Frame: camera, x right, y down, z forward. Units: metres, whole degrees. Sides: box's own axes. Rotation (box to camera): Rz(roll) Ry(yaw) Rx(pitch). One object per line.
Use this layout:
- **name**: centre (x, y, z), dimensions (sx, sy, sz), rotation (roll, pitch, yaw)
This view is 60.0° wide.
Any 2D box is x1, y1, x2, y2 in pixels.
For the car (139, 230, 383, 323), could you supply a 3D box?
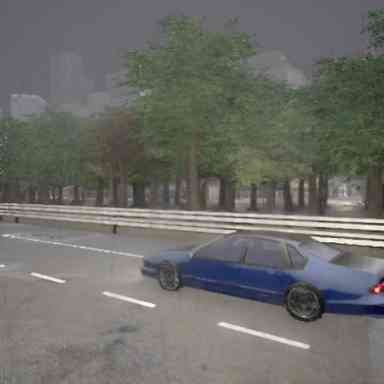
- **car**: centre (1.336, 1.549, 7.214), dimensions (5.357, 1.411, 2.033), rotation (0, 0, 35)
